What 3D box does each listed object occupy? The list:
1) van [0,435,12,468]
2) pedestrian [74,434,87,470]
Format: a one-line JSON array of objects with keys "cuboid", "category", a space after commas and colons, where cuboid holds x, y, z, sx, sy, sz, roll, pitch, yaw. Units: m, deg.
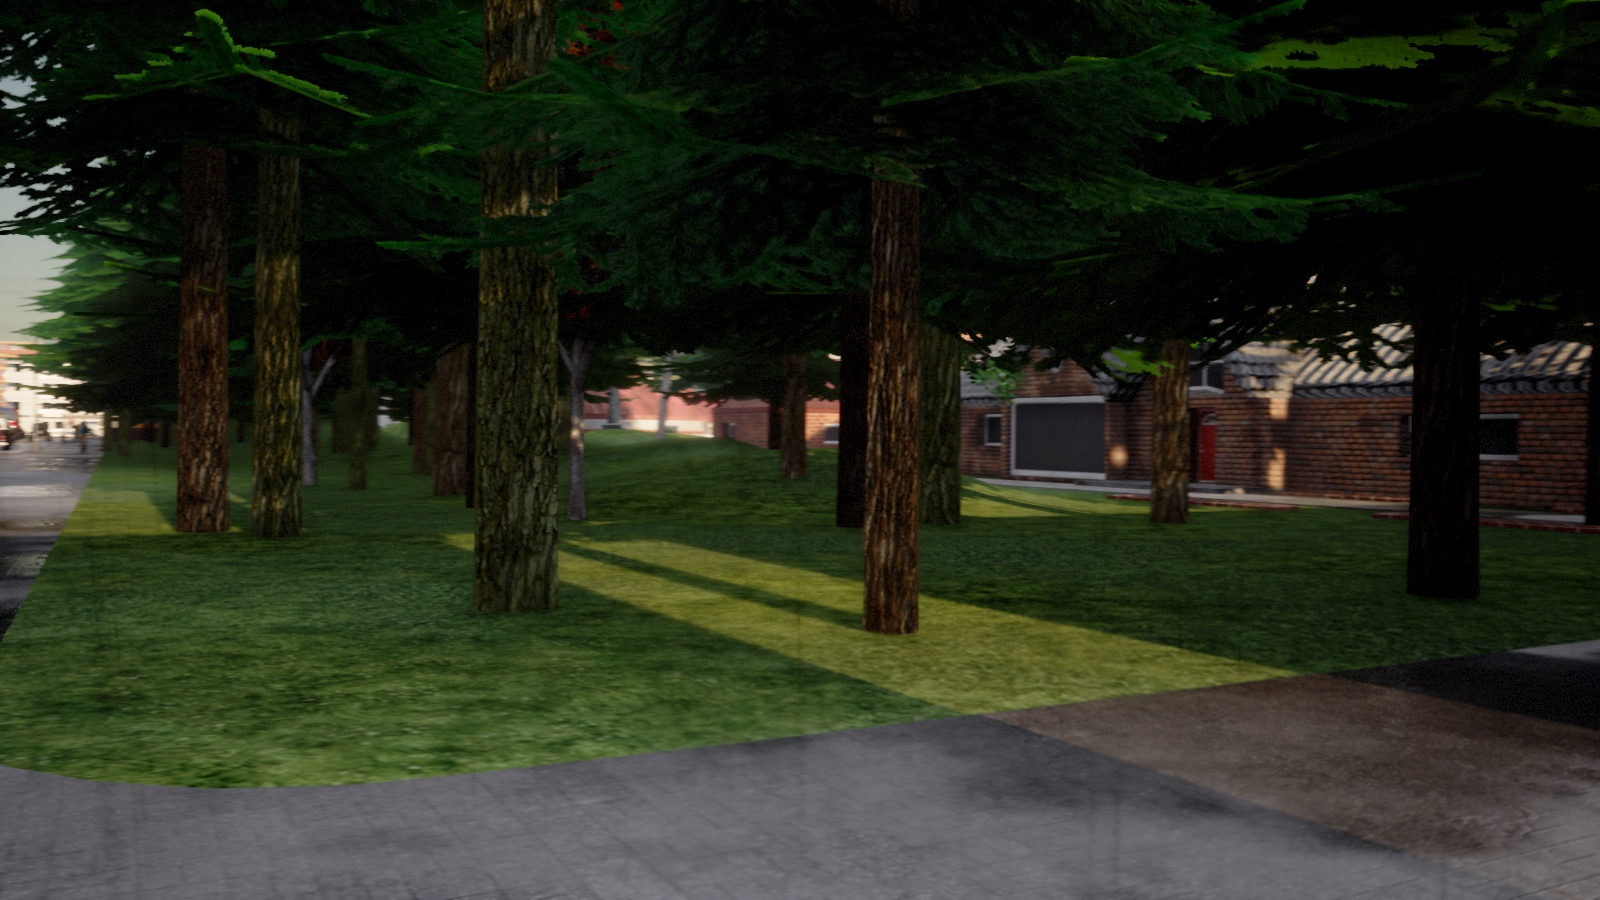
[{"cuboid": [-50.526, 0.101, 78.249, 2.069, 2.038, 4.480, -1, 1, -29], "category": "van"}, {"cuboid": [-38.600, 0.091, 67.344, 0.396, 1.930, 0.692, -1, 1, -15], "category": "pedestrian"}]
